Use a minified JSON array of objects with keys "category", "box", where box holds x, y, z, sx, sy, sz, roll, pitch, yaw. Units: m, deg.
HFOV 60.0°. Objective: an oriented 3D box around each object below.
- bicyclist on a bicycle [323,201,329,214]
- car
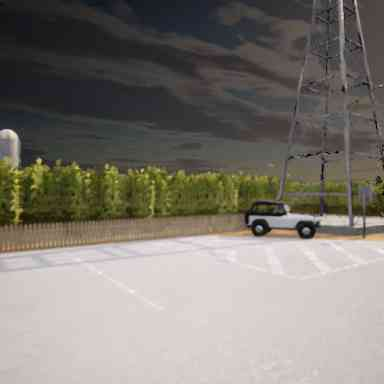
[{"category":"bicyclist on a bicycle","box":[15.230,1.721,38.177,1.656,1.620,0.582,2,-1,-36]},{"category":"car","box":[4.759,1.391,17.583,3.866,1.878,1.905,0,0,23]}]
